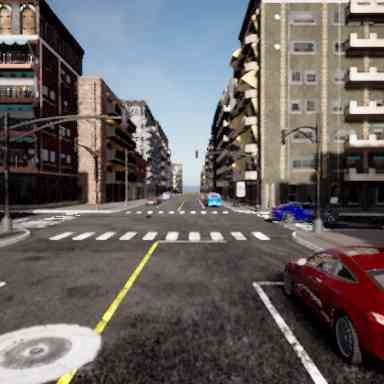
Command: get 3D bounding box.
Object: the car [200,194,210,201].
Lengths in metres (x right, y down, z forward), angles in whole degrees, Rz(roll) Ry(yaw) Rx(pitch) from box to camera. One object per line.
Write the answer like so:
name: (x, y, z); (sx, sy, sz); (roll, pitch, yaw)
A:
car: (2.689, 1.154, 70.998); (1.887, 1.381, 4.507); (-1, 0, 0)

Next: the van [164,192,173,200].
van: (-5.837, 0.930, 76.580); (1.690, 1.788, 3.998); (-1, 0, 0)

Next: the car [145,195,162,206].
car: (-5.837, 1.283, 48.966); (1.802, 1.307, 4.206); (-1, 0, 0)

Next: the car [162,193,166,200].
car: (-5.836, 1.241, 54.488); (1.947, 1.339, 4.313); (-1, 0, 0)

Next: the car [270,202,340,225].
car: (7.874, 1.465, 23.346); (4.674, 1.442, 1.812); (1, 1, 0)

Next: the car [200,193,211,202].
car: (2.687, 1.070, 65.476); (1.967, 1.590, 4.097); (-1, 0, 0)

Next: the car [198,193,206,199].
car: (2.762, 1.102, 93.086); (1.947, 1.339, 4.313); (-1, 0, 0)

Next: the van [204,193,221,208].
van: (2.815, 1.070, 43.417); (1.690, 1.788, 3.998); (-1, 0, 0)

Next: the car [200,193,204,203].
car: (2.726, 1.017, 48.914); (2.192, 1.841, 5.009); (-1, 0, 0)

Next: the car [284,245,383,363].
car: (2.793, 1.541, 5.518); (1.802, 1.307, 4.206); (0, 0, 0)

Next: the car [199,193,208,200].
car: (2.737, 1.010, 82.040); (1.967, 1.590, 4.097); (-1, 0, 0)
